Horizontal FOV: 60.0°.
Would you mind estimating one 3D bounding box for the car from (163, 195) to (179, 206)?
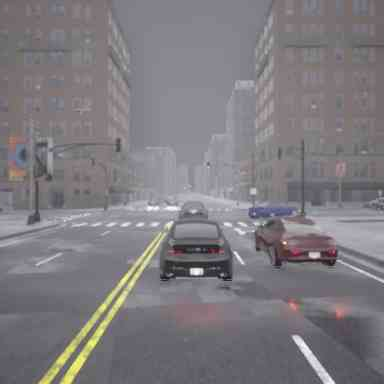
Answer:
[{"bbox_3d":[-3.328,1.691,58.004,2.128,1.511,4.902,0,0,0],"label":"car"}]

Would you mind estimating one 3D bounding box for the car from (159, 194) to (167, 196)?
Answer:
[{"bbox_3d":[-6.512,1.469,73.477,2.150,2.045,5.566,0,0,0],"label":"car"}]

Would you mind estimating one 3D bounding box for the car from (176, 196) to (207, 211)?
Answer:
[{"bbox_3d":[0.104,1.447,25.396,2.097,1.767,4.553,0,0,0],"label":"car"}]

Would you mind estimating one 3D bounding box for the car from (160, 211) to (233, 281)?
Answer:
[{"bbox_3d":[0.102,1.545,9.983,1.837,1.490,4.892,0,0,0],"label":"car"}]

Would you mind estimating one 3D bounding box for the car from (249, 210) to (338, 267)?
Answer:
[{"bbox_3d":[3.356,1.569,11.406,1.812,1.442,4.674,0,0,0],"label":"car"}]

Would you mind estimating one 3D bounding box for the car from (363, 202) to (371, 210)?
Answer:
[{"bbox_3d":[22.596,1.372,39.090,4.674,1.442,1.812,-1,0,0],"label":"car"}]

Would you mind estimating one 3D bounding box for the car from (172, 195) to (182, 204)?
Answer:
[{"bbox_3d":[-3.262,1.598,73.156,2.097,1.767,4.553,0,0,0],"label":"car"}]

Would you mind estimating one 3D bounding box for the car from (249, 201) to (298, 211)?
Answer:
[{"bbox_3d":[6.988,1.522,28.140,5.008,1.535,1.882,-2,-2,-38],"label":"car"}]

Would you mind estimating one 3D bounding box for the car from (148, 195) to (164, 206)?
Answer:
[{"bbox_3d":[-6.578,1.692,58.024,2.128,1.511,4.902,0,0,0],"label":"car"}]

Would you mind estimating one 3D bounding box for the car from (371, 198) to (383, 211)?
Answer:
[{"bbox_3d":[22.773,1.370,35.841,5.357,1.411,2.033,-1,0,0],"label":"car"}]
